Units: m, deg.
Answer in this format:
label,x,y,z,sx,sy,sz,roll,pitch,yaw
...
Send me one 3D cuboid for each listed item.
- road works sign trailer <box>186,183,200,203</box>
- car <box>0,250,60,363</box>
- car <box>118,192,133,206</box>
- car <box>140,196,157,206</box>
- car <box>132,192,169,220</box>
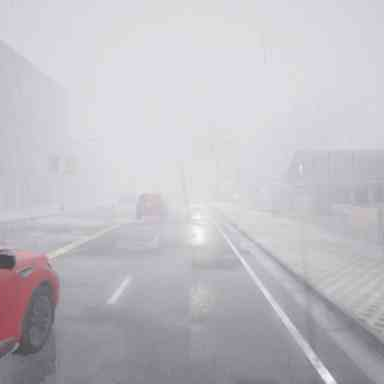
label,x,y,z,sx,sy,sz,roll,pitch,yaw
road works sign trailer,0.030,0.213,61.377,2.380,3.560,2.880,0,0,0
car,-3.149,1.210,2.873,2.150,2.045,5.566,0,0,0
car,-9.784,1.015,51.001,2.150,2.045,5.566,0,0,0
car,-6.538,1.359,50.419,1.994,1.385,4.181,0,0,0
car,-3.148,1.111,27.120,2.150,2.045,5.566,0,0,0
